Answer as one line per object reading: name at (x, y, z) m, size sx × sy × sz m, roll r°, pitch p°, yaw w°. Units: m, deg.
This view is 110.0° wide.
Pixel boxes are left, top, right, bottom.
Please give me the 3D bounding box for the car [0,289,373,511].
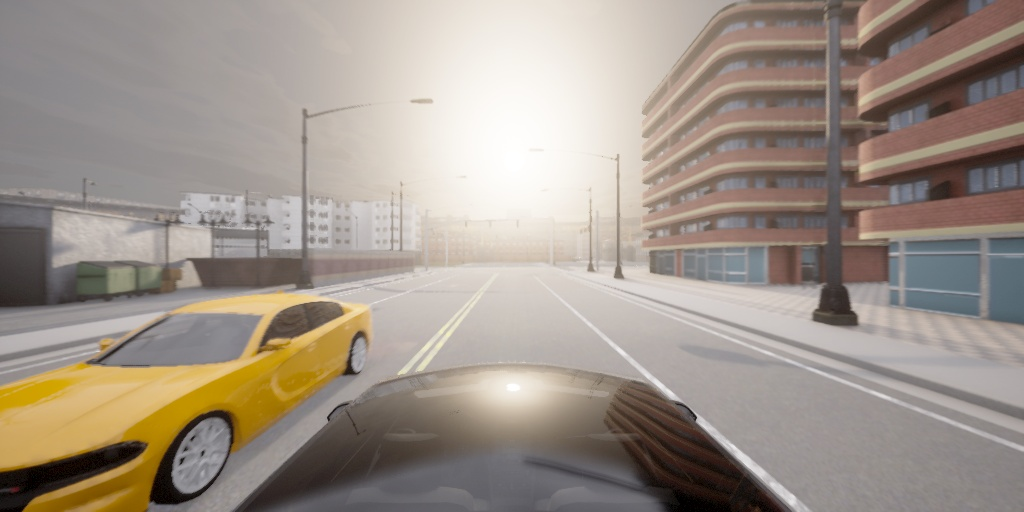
car at (-3.499, 1.287, 4.609) m, size 1.882 × 1.535 × 5.008 m, roll 0°, pitch 1°, yaw 0°
